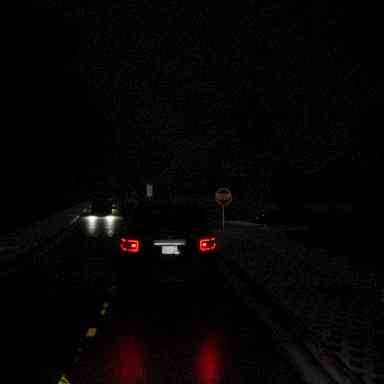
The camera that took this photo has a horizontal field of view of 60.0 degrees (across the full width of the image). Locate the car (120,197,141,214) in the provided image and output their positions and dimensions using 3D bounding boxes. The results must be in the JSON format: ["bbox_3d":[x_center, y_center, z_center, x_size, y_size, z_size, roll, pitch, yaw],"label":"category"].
[{"bbox_3d":[-6.432,1.350,34.402,1.882,1.535,5.008,0,0,-13],"label":"car"}]

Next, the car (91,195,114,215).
[{"bbox_3d":[-8.766,1.333,32.429,1.882,1.535,5.008,1,0,-14],"label":"car"}]

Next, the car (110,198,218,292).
[{"bbox_3d":[-0.745,1.219,9.155,2.150,2.045,5.566,0,0,-7],"label":"car"}]

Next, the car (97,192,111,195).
[{"bbox_3d":[-11.303,1.015,42.642,2.150,2.045,5.566,1,0,-14],"label":"car"}]

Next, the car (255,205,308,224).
[{"bbox_3d":[7.214,1.736,25.798,4.674,1.442,1.812,1,-3,-13],"label":"car"}]

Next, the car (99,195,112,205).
[{"bbox_3d":[-14.065,1.257,54.039,1.837,1.490,4.892,1,0,-13],"label":"car"}]
